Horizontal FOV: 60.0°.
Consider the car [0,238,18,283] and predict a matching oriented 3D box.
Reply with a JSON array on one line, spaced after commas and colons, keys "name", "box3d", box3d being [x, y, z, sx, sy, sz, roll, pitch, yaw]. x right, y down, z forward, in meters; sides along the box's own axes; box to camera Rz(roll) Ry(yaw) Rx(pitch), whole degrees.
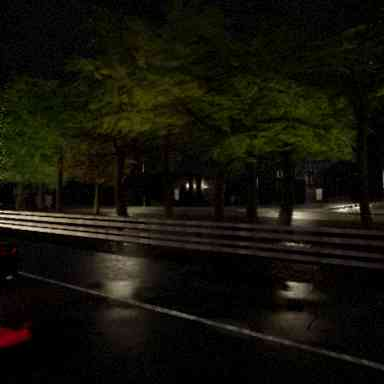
[{"name": "car", "box3d": [-6.492, 1.552, 8.622, 5.008, 1.535, 1.882, 0, 0, 35]}]
